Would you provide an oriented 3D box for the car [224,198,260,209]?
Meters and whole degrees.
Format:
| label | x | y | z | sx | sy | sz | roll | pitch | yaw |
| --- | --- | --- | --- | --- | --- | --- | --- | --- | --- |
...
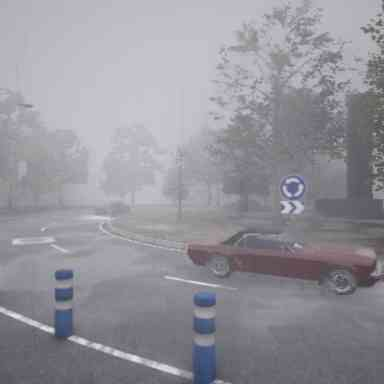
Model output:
| label | x | y | z | sx | sy | sz | roll | pitch | yaw |
| --- | --- | --- | --- | --- | --- | --- | --- | --- | --- |
| car | 6.778 | 1.610 | 44.760 | 4.892 | 1.490 | 1.837 | 0 | 0 | -13 |

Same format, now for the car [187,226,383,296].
| label | x | y | z | sx | sy | sz | roll | pitch | yaw |
| --- | --- | --- | --- | --- | --- | --- | --- | --- | --- |
| car | 2.328 | 1.634 | 8.791 | 4.718 | 1.301 | 1.895 | 1 | 0 | 28 |

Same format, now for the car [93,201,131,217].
| label | x | y | z | sx | sy | sz | roll | pitch | yaw |
| --- | --- | --- | --- | --- | --- | --- | --- | --- | --- |
| car | -7.387 | 1.506 | 31.144 | 1.994 | 1.385 | 4.181 | 0 | 0 | 17 |
